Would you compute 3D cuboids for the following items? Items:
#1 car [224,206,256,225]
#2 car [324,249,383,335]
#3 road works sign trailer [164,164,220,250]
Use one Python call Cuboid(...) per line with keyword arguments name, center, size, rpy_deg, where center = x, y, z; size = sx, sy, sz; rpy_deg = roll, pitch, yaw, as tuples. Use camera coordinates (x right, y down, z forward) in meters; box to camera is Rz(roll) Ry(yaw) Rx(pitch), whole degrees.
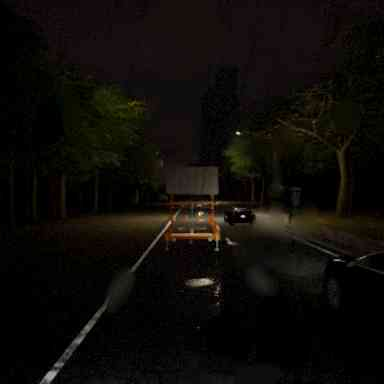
Cuboid(name="car", center=(3.611, 1.721, 25.508), size=(1.994, 1.385, 4.181), rpy_deg=(0, 0, 0))
Cuboid(name="car", center=(3.602, 1.520, 4.866), size=(2.128, 1.511, 4.902), rpy_deg=(0, 0, 0))
Cuboid(name="road works sign trailer", center=(0.006, 0.552, 14.689), size=(2.380, 3.560, 2.880), rpy_deg=(0, 0, 0))
